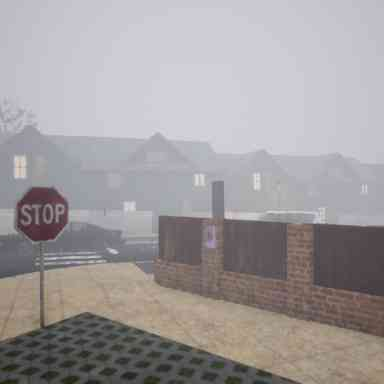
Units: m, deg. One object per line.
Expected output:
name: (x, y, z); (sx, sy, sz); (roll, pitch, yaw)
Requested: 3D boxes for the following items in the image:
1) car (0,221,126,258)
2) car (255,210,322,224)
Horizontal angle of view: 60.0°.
car: (-5.668, 1.987, 14.724); (5.357, 1.411, 2.033); (3, -3, -33)
car: (5.300, 2.128, 20.072); (5.566, 2.045, 2.150); (3, -2, -22)
